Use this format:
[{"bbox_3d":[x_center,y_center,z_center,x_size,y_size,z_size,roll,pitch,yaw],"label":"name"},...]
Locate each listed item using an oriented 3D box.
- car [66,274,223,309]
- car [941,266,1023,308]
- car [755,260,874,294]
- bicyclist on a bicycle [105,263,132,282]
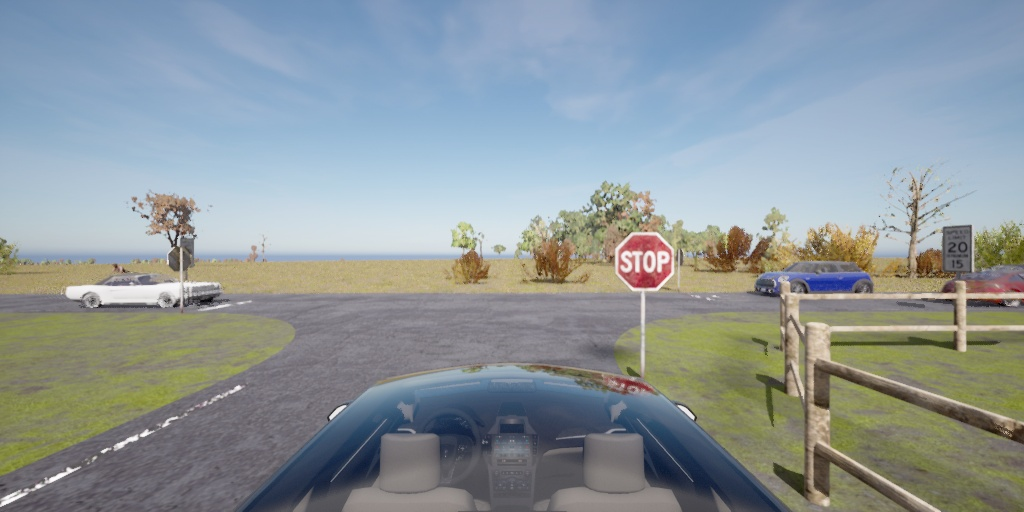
[{"bbox_3d":[-14.631,1.371,14.513,4.718,1.301,1.895,0,0,0],"label":"car"},{"bbox_3d":[20.047,1.246,14.294,4.181,1.385,1.994,0,0,0],"label":"car"},{"bbox_3d":[14.369,1.042,17.282,4.553,1.767,2.097,0,0,0],"label":"car"},{"bbox_3d":[-22.541,1.237,20.536,0.582,1.620,1.656,0,0,0],"label":"bicyclist on a bicycle"}]
